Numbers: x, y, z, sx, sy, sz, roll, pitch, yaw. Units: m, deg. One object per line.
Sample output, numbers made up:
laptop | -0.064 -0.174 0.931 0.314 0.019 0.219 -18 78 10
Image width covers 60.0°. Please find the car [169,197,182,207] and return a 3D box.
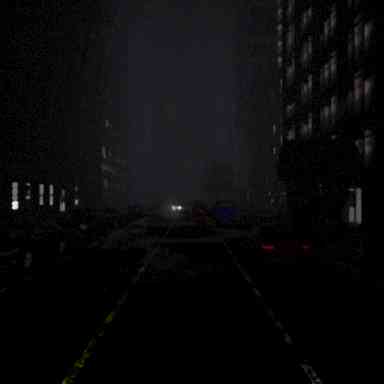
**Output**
car | -3.014 2.102 65.241 2.128 1.511 4.902 0 0 1

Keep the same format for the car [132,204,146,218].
car | -5.687 1.905 34.029 1.802 1.307 4.206 0 -1 0

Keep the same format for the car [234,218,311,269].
car | 2.691 1.696 11.258 1.802 1.307 4.206 0 -1 0

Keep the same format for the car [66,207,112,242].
car | -5.689 1.607 16.955 1.967 1.590 4.097 0 -1 0

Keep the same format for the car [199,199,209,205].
car | 2.698 2.225 73.871 2.008 1.369 4.403 0 0 0

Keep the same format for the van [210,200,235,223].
van | 2.693 1.612 28.336 1.690 1.788 3.998 0 -1 0

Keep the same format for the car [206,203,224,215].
car | 2.694 1.956 39.717 1.802 1.307 4.206 0 -1 0

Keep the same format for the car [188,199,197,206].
car | 0.007 2.212 72.143 1.895 1.301 4.718 0 0 0

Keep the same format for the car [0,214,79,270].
car | -5.689 1.665 11.261 2.008 1.369 4.403 0 -1 0

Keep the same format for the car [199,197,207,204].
car | 2.699 2.201 85.257 1.967 1.590 4.097 0 0 0

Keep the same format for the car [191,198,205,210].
car | 0.904 1.840 52.324 2.097 1.767 4.553 0 -1 0

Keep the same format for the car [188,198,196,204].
car | 0.008 2.284 87.114 1.994 1.385 4.181 0 0 0

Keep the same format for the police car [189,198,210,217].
police car | 0.904 1.770 36.464 1.930 1.638 5.238 0 -1 0

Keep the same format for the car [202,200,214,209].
car | 2.696 2.112 56.795 1.802 1.307 4.206 0 -1 0

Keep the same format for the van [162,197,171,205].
van | -5.682 2.015 73.878 1.690 1.788 3.998 0 0 0

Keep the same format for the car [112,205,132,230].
car | -5.688 1.770 22.645 2.008 1.369 4.403 0 -1 0

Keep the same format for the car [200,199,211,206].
car | 2.698 2.179 68.179 2.008 1.369 4.403 0 0 0

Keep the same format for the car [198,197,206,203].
car | 2.700 2.244 90.949 1.967 1.590 4.097 0 0 0

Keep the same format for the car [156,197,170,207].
car | -5.684 2.131 62.491 2.008 1.369 4.403 0 -1 0
